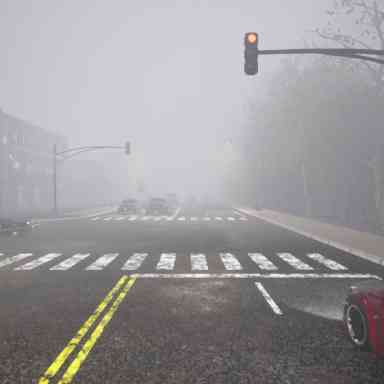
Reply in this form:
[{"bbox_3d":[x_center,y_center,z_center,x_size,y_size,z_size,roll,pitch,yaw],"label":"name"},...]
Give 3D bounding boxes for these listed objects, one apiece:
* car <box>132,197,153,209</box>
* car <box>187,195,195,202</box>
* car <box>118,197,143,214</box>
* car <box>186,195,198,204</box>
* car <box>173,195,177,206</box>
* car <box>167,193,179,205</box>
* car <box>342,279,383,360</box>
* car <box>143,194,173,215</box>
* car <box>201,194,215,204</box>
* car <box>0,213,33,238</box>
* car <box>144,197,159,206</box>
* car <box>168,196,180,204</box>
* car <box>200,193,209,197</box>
[{"bbox_3d":[-6.676,1.476,45.106,2.128,1.511,4.902,0,0,0],"label":"car"},{"bbox_3d":[-0.150,1.493,76.324,1.812,1.442,4.674,0,0,0],"label":"car"},{"bbox_3d":[-6.663,1.494,35.682,1.837,1.490,4.892,0,0,0],"label":"car"},{"bbox_3d":[-0.026,1.328,63.793,2.097,1.767,4.553,0,0,0],"label":"car"},{"bbox_3d":[-3.423,1.533,43.615,2.033,1.411,5.357,0,0,1],"label":"car"},{"bbox_3d":[-3.438,1.202,54.293,2.150,2.045,5.566,0,0,1],"label":"car"},{"bbox_3d":[3.346,1.563,3.541,1.994,1.385,4.181,0,0,0],"label":"car"},{"bbox_3d":[-3.412,1.342,34.141,2.097,1.767,4.553,0,0,0],"label":"car"},{"bbox_3d":[3.225,1.578,62.666,1.895,1.301,4.718,0,0,0],"label":"car"},{"bbox_3d":[-10.077,1.645,16.224,4.718,1.301,1.895,-2,0,25],"label":"car"},{"bbox_3d":[-6.683,1.506,55.239,1.812,1.442,4.674,0,0,0],"label":"car"},{"bbox_3d":[-3.417,1.523,65.239,2.033,1.411,5.357,0,0,0],"label":"car"},{"bbox_3d":[3.103,1.194,76.306,2.150,2.045,5.566,0,0,0],"label":"car"}]
